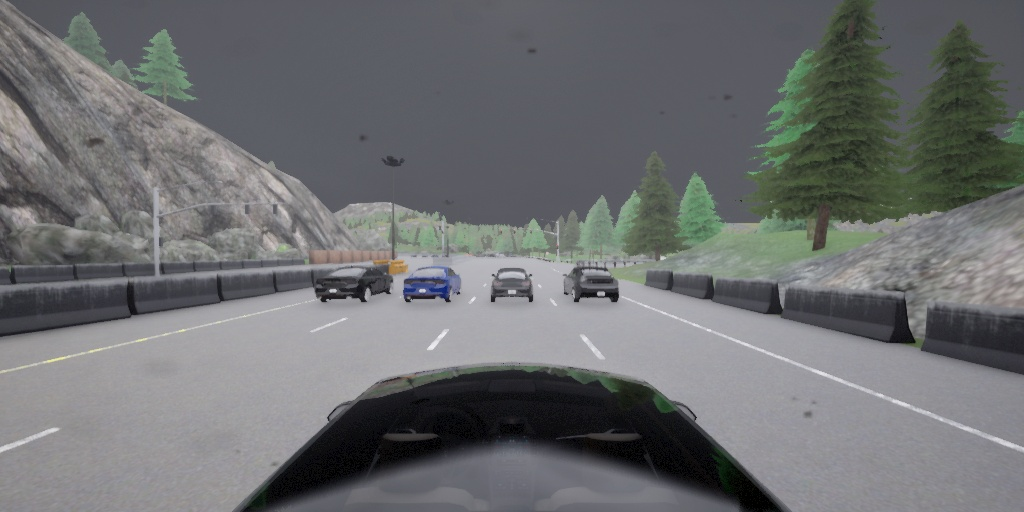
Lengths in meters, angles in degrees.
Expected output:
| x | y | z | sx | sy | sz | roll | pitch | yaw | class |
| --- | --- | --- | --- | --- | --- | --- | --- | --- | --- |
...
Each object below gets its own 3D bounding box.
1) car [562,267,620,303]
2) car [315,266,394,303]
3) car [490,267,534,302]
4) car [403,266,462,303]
| x | y | z | sx | sy | sz | roll | pitch | yaw | class |
| --- | --- | --- | --- | --- | --- | --- | --- | --- | --- |
| 3.500 | 1.220 | 16.496 | 1.837 | 1.490 | 4.892 | 0 | 0 | 0 | car |
| -7.000 | 1.189 | 16.496 | 1.882 | 1.535 | 5.008 | 0 | 0 | 0 | car |
| 0.000 | 1.238 | 16.496 | 1.812 | 1.442 | 4.674 | 0 | 0 | 0 | car |
| -3.500 | 1.189 | 16.496 | 1.882 | 1.535 | 5.008 | 0 | 0 | 0 | car |
